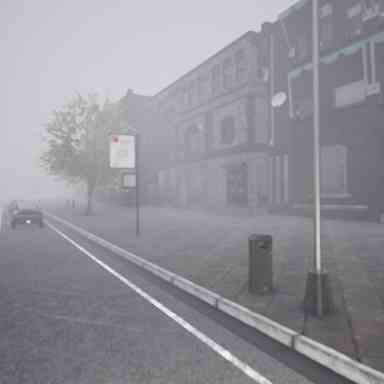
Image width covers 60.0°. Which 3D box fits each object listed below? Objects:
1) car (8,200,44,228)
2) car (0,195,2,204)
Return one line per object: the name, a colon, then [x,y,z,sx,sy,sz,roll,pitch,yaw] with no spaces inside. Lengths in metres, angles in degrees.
car: [-11.227,1.543,22.571,1.837,1.490,4.892,0,1,-29]
car: [-35.565,1.049,59.686,2.150,2.045,5.566,0,0,-29]
